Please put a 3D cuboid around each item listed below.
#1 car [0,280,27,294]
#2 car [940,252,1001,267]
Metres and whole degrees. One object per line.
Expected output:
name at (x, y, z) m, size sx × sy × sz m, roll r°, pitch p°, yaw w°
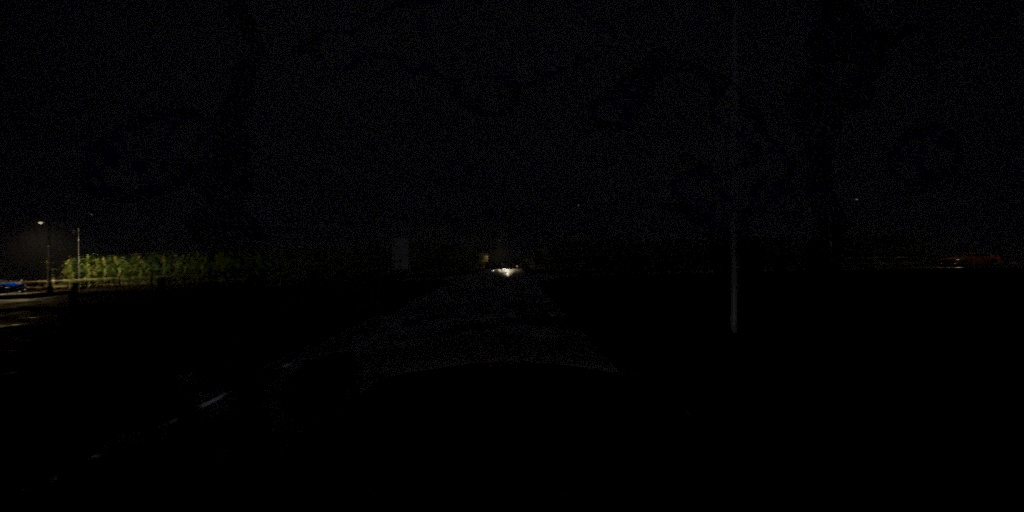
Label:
car at (-51.906, 3.084, 35.934) m, size 5.008 × 1.535 × 1.882 m, roll -2°, pitch -1°, yaw 0°
car at (49.087, 0.370, 38.461) m, size 5.008 × 1.535 × 1.882 m, roll -1°, pitch -1°, yaw 0°
